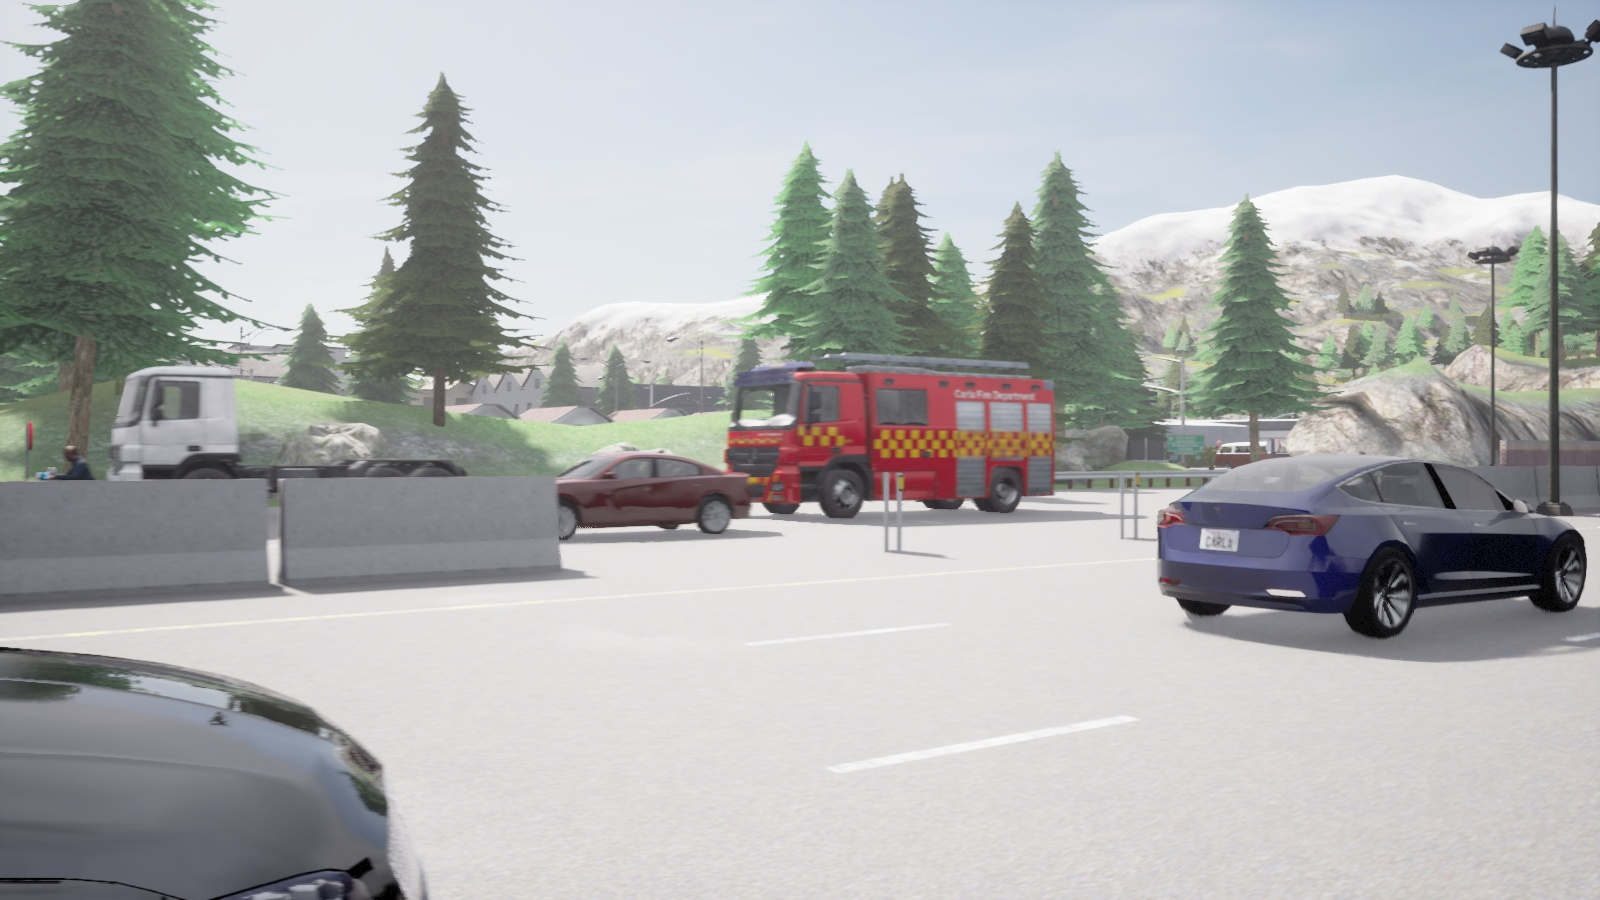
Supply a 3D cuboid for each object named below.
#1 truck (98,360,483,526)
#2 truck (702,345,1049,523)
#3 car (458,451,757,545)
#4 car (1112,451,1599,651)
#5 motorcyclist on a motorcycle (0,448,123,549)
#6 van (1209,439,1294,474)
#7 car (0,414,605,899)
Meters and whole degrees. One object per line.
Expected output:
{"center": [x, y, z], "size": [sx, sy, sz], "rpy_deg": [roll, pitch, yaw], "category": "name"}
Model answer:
{"center": [-11.823, -0.140, 29.546], "size": [7.936, 3.462, 2.891], "rpy_deg": [0, 0, -35], "category": "truck"}
{"center": [2.023, -0.350, 30.656], "size": [8.468, 3.827, 2.891], "rpy_deg": [0, 0, -35], "category": "truck"}
{"center": [-3.385, 0.785, 22.624], "size": [5.008, 1.535, 1.882], "rpy_deg": [0, 0, -35], "category": "car"}
{"center": [5.360, 0.762, 11.654], "size": [4.792, 1.488, 2.163], "rpy_deg": [0, 0, -35], "category": "car"}
{"center": [-12.249, 0.775, 20.719], "size": [1.817, 1.590, 0.866], "rpy_deg": [0, 0, -35], "category": "motorcyclist on a motorcycle"}
{"center": [27.507, 0.402, 76.562], "size": [2.069, 2.038, 4.480], "rpy_deg": [0, 0, -35], "category": "van"}
{"center": [-2.942, 0.713, 1.859], "size": [4.902, 1.511, 2.128], "rpy_deg": [0, 0, -21], "category": "car"}
